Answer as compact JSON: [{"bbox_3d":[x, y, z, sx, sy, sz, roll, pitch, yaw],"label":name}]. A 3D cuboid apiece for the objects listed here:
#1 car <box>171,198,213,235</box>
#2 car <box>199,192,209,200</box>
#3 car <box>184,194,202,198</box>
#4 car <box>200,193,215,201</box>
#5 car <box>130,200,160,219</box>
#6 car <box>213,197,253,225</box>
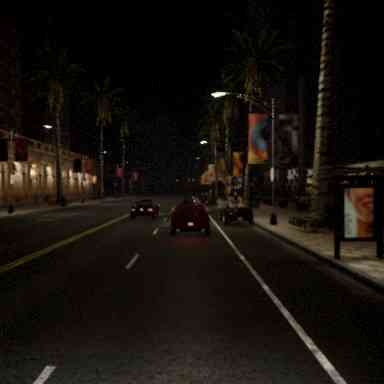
[{"bbox_3d":[-0.091,1.322,17.927,1.882,1.535,5.008,0,0,-1],"label":"car"},{"bbox_3d":[2.601,0.872,73.534,2.161,1.482,4.786,0,0,-1],"label":"car"},{"bbox_3d":[-0.292,1.233,36.280,2.033,1.411,5.357,0,0,-1],"label":"car"},{"bbox_3d":[2.537,0.903,51.602,2.185,1.767,4.553,0,0,-1],"label":"car"},{"bbox_3d":[-3.683,1.323,26.598,2.033,1.411,5.357,0,0,-1],"label":"car"},{"bbox_3d":[2.852,1.283,22.231,2.231,1.521,4.892,0,0,-1],"label":"car"}]
